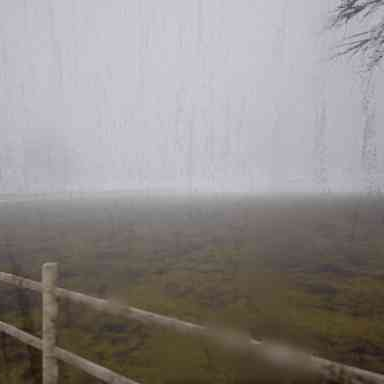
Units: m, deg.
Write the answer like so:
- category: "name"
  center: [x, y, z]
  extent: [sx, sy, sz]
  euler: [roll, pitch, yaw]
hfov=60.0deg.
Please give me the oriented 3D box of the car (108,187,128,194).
- category: "car"
  center: [-15.800, -0.331, 71.160]
  extent: [2.128, 1.511, 4.902]
  euler: [-1, 1, 35]
